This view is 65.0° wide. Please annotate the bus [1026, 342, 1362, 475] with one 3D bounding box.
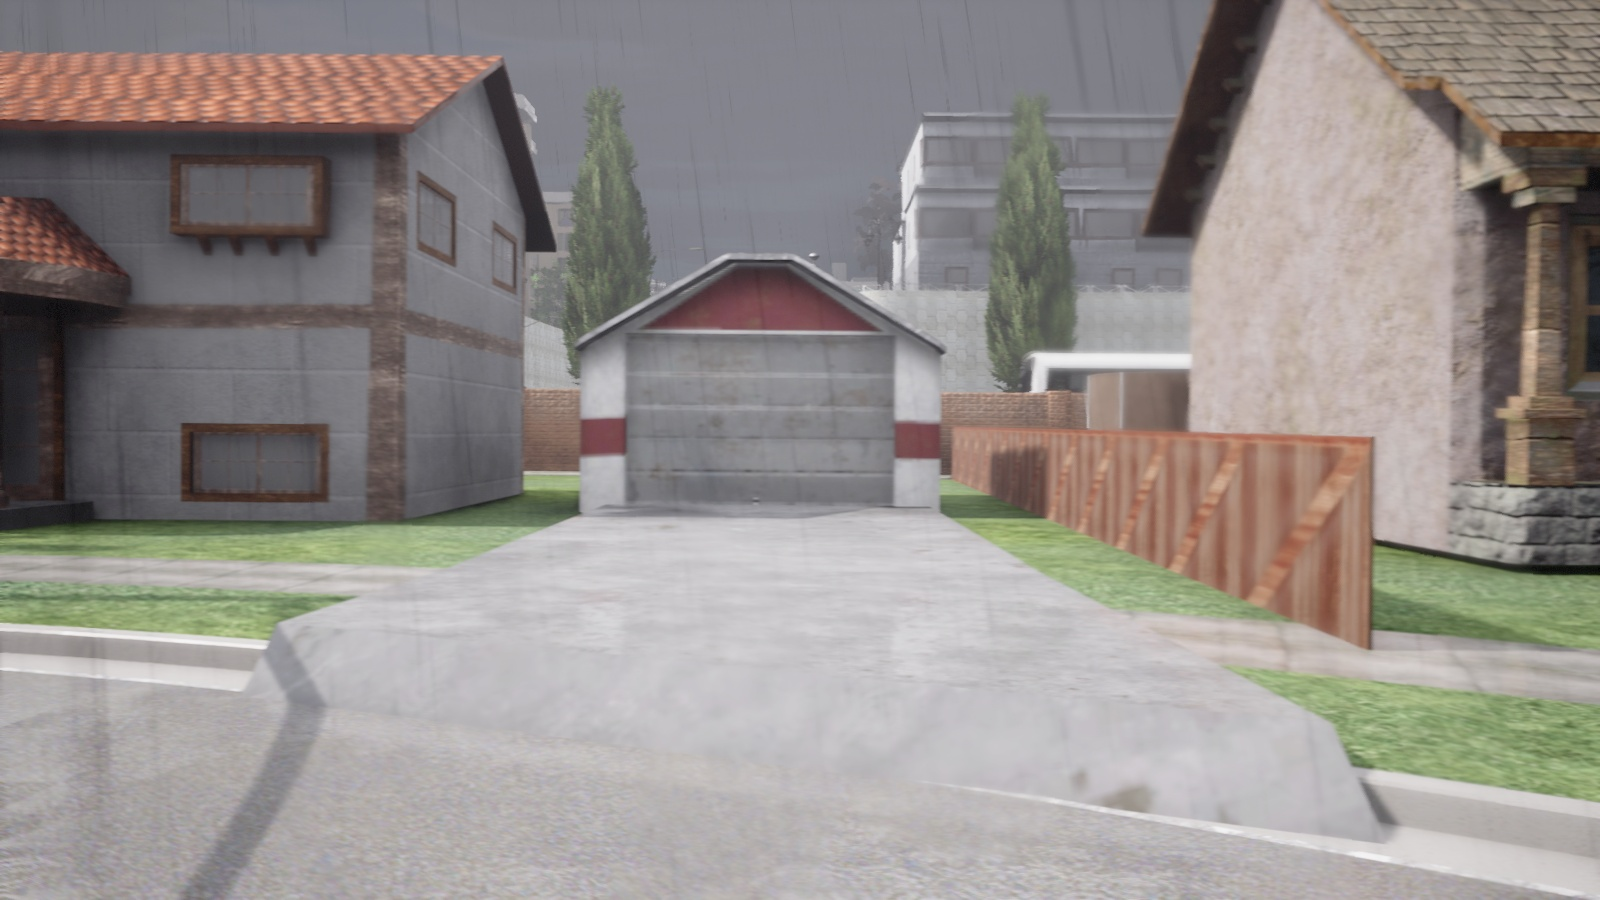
[{"bbox_3d":[13.228,-1.384,43.010,10.273,4.253,3.944,-1,1,1],"label":"bus"}]
